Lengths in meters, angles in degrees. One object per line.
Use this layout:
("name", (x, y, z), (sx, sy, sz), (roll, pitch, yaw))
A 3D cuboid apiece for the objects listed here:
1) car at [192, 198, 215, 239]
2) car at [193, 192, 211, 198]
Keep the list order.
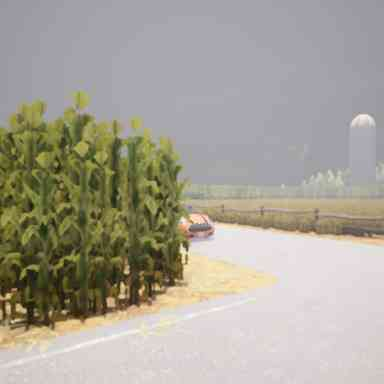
("car", (-0.875, 1.345, 16.799), (2.097, 1.767, 4.553), (0, 0, -35))
("car", (1.000, 1.112, 61.122), (5.566, 2.045, 2.150), (0, 0, -35))
